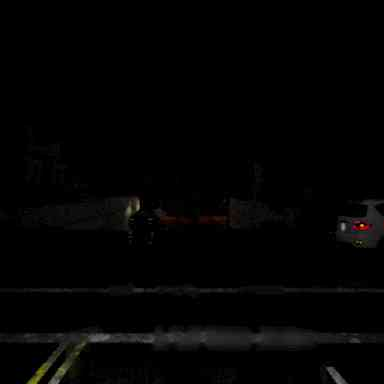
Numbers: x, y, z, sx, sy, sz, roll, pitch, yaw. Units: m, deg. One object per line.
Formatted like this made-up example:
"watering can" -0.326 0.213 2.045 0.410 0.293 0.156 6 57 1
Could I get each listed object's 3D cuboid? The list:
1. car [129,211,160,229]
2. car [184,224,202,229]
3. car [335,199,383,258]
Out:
"car" -3.582 2.177 25.617 1.882 1.535 5.008 0 -10 0
"car" 0.123 4.173 35.455 1.895 1.301 4.718 0 -11 0
"car" 8.059 1.238 11.810 5.566 2.045 2.150 -1 -1 0
